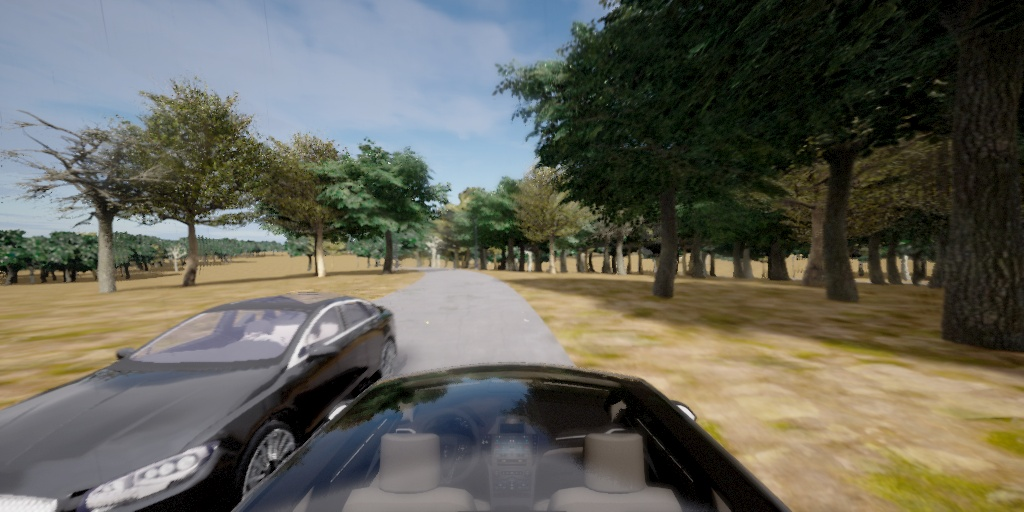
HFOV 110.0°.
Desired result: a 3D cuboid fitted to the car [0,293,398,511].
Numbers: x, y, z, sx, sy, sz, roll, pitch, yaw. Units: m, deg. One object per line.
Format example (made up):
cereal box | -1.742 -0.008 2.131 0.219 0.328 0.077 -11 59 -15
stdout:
car | -2.780 1.256 4.184 2.128 1.511 4.902 0 0 -2
